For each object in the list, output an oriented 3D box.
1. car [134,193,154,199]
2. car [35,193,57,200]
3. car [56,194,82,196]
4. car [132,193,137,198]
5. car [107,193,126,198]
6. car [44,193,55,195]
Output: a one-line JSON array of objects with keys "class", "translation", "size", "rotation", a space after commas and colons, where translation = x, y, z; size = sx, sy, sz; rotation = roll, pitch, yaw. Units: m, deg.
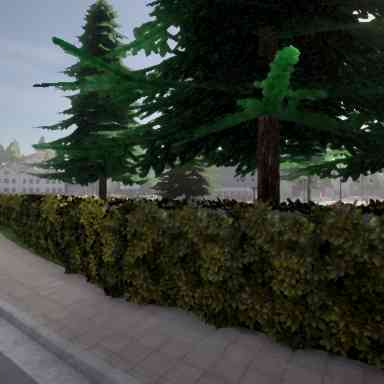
[{"class": "car", "translation": [-7.908, 1.384, 60.724], "size": [3.806, 1.475, 1.970], "rotation": [0, 0, -36]}, {"class": "car", "translation": [-36.273, 1.097, 82.782], "size": [4.605, 1.855, 1.932], "rotation": [0, 0, -36]}, {"class": "car", "translation": [-23.826, 1.320, 64.084], "size": [3.633, 1.501, 1.845], "rotation": [0, 0, -36]}, {"class": "car", "translation": [-10.838, 1.097, 77.812], "size": [4.605, 1.855, 1.932], "rotation": [0, 0, -36]}, {"class": "car", "translation": [-20.307, 1.154, 90.342], "size": [5.027, 1.636, 2.152], "rotation": [0, 0, -36]}, {"class": "car", "translation": [-29.605, 1.298, 72.236], "size": [4.514, 1.523, 2.007], "rotation": [0, 0, -36]}]
